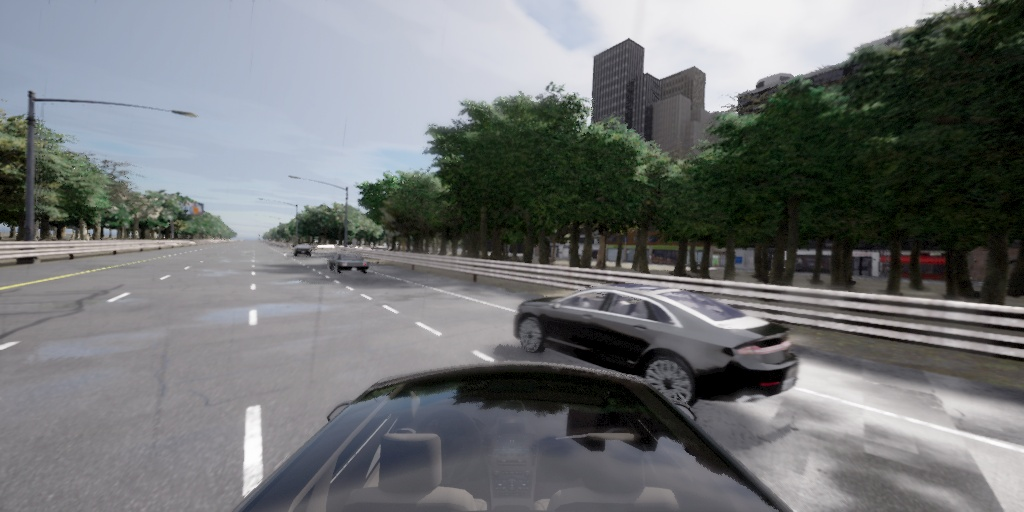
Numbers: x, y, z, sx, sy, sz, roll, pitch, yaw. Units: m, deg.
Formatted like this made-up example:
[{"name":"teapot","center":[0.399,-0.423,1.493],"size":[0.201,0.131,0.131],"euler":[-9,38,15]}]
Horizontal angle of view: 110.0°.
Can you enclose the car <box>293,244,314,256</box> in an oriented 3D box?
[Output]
[{"name":"car","center":[-28.865,-0.771,49.327],"size":[1.882,1.535,5.008],"euler":[1,1,-34]}]

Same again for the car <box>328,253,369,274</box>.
[{"name":"car","center":[-11.479,0.478,24.981],"size":[1.895,1.301,4.718],"euler":[2,1,-36]}]

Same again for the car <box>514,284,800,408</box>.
[{"name":"car","center":[1.951,1.237,6.303],"size":[2.128,1.511,4.902],"euler":[2,1,-36]}]
